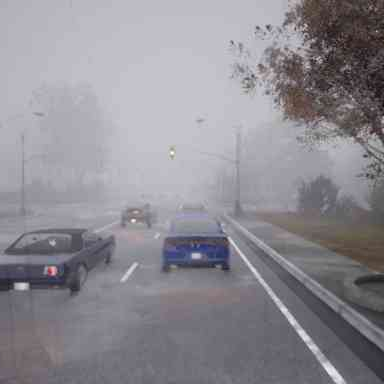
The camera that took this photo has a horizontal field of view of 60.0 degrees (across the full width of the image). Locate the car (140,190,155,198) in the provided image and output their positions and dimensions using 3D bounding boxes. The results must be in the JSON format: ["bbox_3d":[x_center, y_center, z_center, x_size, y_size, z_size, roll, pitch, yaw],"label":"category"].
[{"bbox_3d":[-10.513,0.549,76.937,2.150,2.045,5.566,0,1,0],"label":"car"}]

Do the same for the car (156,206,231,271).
[{"bbox_3d":[0.110,1.453,10.847,1.882,1.535,5.008,0,0,0],"label":"car"}]

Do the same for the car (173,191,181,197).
[{"bbox_3d":[-3.894,0.667,89.726,2.033,1.411,5.357,0,1,-4],"label":"car"}]

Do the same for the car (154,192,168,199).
[{"bbox_3d":[-7.014,0.798,77.186,1.882,1.535,5.008,0,1,0],"label":"car"}]

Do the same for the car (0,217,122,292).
[{"bbox_3d":[-3.392,1.587,8.849,1.895,1.301,4.718,0,0,0],"label":"car"}]

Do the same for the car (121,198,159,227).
[{"bbox_3d":[-3.383,1.388,21.694,1.837,1.490,4.892,0,0,0],"label":"car"}]

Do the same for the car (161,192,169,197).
[{"bbox_3d":[-7.573,0.624,92.761,1.994,1.385,4.181,0,1,-3],"label":"car"}]

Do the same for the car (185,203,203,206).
[{"bbox_3d":[0.116,1.444,21.972,1.994,1.385,4.181,0,1,0],"label":"car"}]

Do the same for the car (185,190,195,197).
[{"bbox_3d":[-0.398,0.349,89.862,2.150,2.045,5.566,0,1,-4],"label":"car"}]

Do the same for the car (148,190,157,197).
[{"bbox_3d":[-11.066,0.430,92.550,2.097,1.767,4.553,0,1,-3],"label":"car"}]
